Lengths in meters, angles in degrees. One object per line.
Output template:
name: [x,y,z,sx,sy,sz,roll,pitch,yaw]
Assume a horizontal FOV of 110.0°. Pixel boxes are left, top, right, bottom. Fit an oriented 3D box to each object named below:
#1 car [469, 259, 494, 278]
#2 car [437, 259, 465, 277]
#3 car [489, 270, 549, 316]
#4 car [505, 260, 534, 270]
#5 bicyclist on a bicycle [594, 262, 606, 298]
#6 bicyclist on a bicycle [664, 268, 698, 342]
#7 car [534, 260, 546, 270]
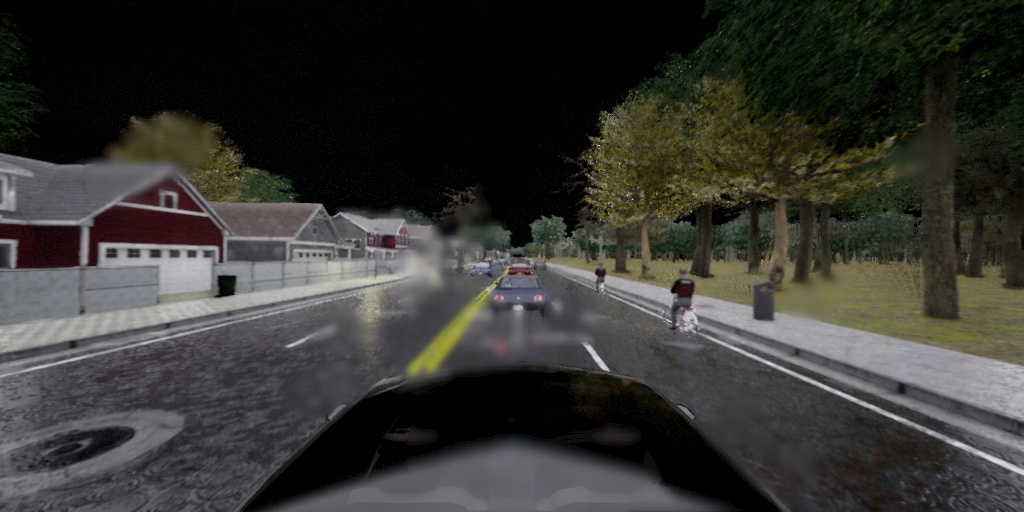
car: [-2.745,1.287,34.033,1.812,1.442,4.674,1,0,1]
car: [-5.962,1.079,35.556,2.097,1.767,4.553,1,0,1]
car: [0.286,1.367,13.411,1.895,1.301,4.718,1,0,1]
car: [0.659,1.274,31.670,1.882,1.535,5.008,1,0,1]
bicyclist on a bicycle: [4.432,1.190,18.124,0.659,1.776,1.843,1,0,1]
bicyclist on a bicycle: [4.250,1.176,9.124,0.659,1.776,1.843,1,0,1]
car: [4.428,1.366,57.464,2.128,1.511,4.902,1,0,1]
